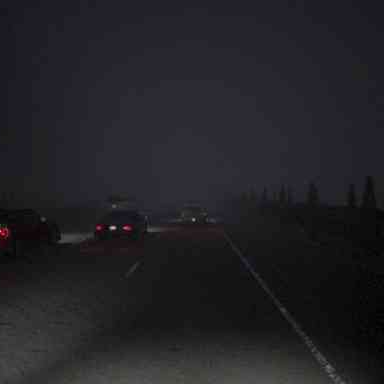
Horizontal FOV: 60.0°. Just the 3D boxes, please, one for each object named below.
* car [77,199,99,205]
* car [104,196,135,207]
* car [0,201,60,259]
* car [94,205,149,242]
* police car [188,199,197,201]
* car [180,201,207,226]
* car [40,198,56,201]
[{"bbox_3d":[-14.036,1.687,45.074,2.128,1.511,4.902,0,0,1],"label":"car"},{"bbox_3d":[-6.899,1.352,32.213,2.150,2.045,5.566,0,0,0],"label":"car"},{"bbox_3d":[-6.899,1.396,12.876,2.097,1.767,4.553,0,0,0],"label":"car"},{"bbox_3d":[-3.400,1.607,16.797,2.033,1.411,5.357,0,0,0],"label":"car"},{"bbox_3d":[0.102,1.684,41.531,2.038,1.542,4.974,0,0,0],"label":"police car"},{"bbox_3d":[0.103,1.618,24.232,1.812,1.442,4.674,0,0,0],"label":"car"},{"bbox_3d":[-21.019,1.688,48.164,1.882,1.535,5.008,0,-1,0],"label":"car"}]
